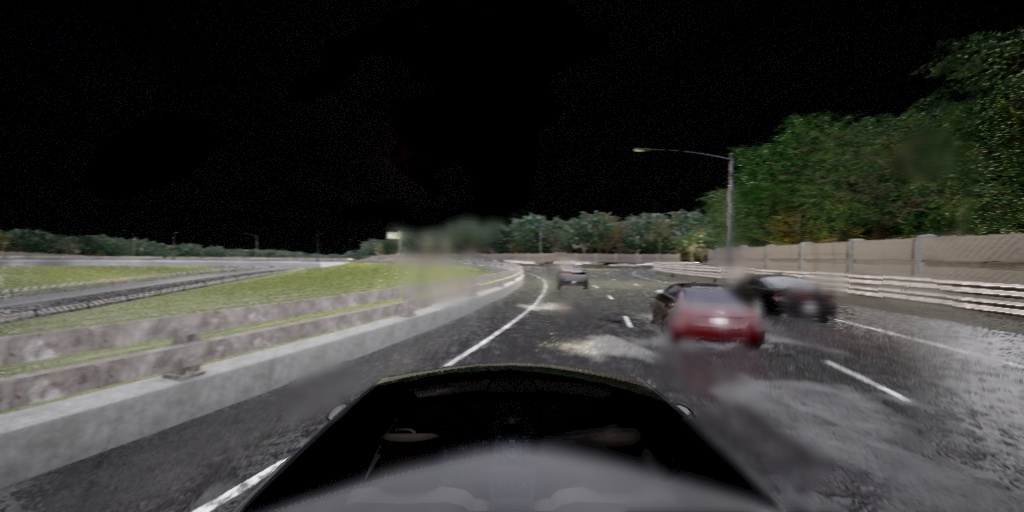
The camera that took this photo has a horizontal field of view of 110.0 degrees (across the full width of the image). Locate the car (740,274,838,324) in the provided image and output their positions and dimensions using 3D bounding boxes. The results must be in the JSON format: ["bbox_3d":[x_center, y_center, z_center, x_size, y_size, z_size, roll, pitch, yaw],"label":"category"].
[{"bbox_3d":[9.314,1.384,13.021,1.882,1.535,5.008,1,0,12],"label":"car"}]

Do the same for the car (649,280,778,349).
[{"bbox_3d":[4.965,1.408,9.680,1.994,1.385,4.181,1,0,14],"label":"car"}]

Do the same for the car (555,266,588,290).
[{"bbox_3d":[4.033,1.414,24.492,2.128,1.511,4.902,1,0,5],"label":"car"}]
